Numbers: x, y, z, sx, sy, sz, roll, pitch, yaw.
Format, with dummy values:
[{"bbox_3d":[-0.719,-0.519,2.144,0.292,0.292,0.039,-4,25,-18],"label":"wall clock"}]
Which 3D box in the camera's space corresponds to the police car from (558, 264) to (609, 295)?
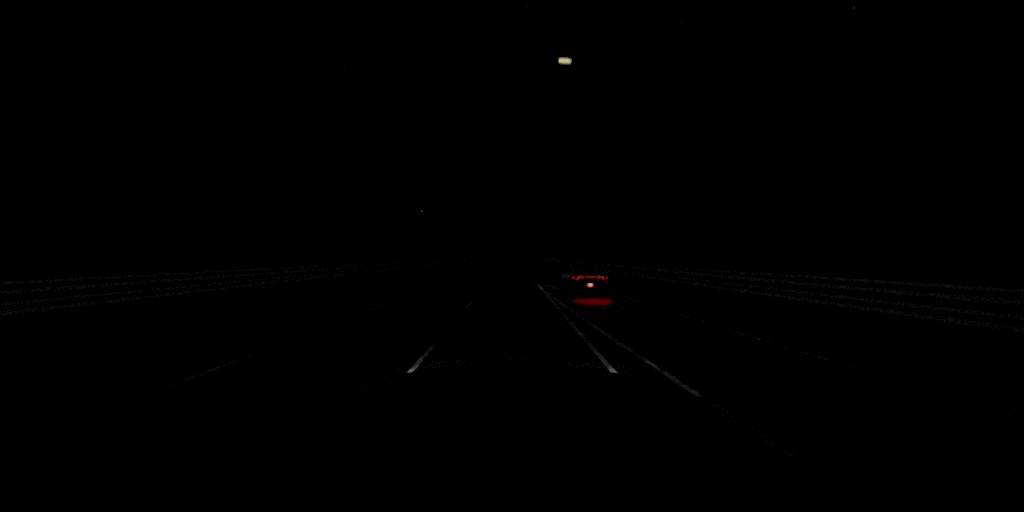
[{"bbox_3d":[3.759,1.239,19.826,2.038,1.542,4.974,0,0,-2],"label":"police car"}]
